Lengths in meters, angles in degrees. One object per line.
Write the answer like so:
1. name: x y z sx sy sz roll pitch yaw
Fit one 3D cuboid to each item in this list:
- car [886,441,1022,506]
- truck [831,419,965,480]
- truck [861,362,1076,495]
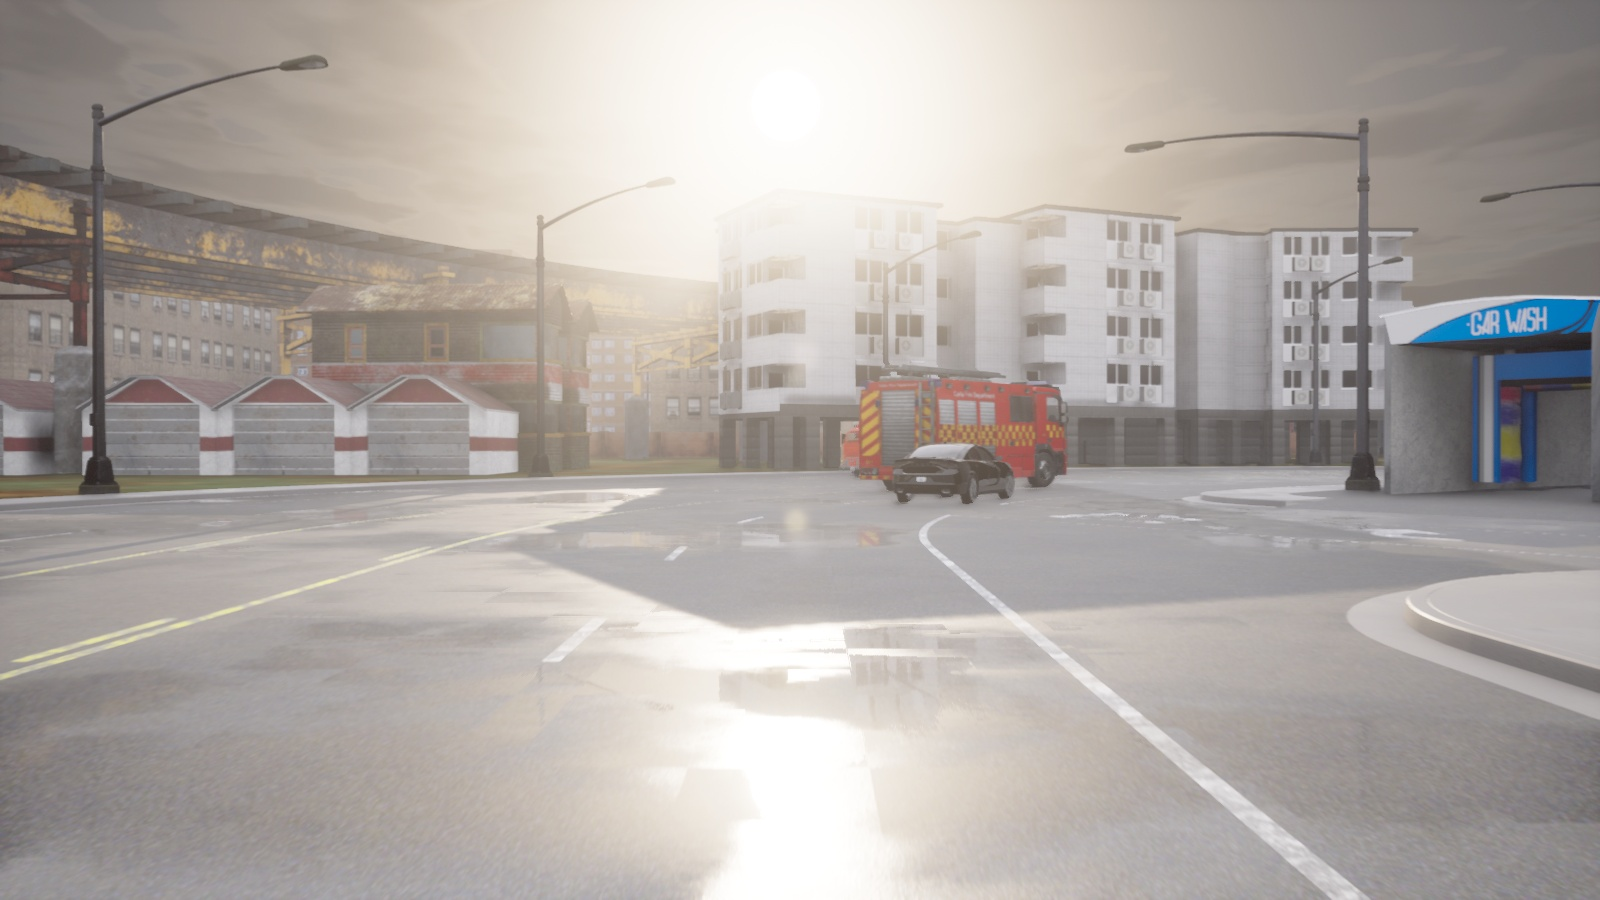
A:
1. car: 4.038 0.546 32.195 1.882 1.535 5.008 0 0 27
2. truck: 4.161 -0.035 53.131 5.204 2.467 2.627 0 0 -36
3. truck: 5.620 -0.641 40.354 2.891 3.827 8.468 0 0 39
